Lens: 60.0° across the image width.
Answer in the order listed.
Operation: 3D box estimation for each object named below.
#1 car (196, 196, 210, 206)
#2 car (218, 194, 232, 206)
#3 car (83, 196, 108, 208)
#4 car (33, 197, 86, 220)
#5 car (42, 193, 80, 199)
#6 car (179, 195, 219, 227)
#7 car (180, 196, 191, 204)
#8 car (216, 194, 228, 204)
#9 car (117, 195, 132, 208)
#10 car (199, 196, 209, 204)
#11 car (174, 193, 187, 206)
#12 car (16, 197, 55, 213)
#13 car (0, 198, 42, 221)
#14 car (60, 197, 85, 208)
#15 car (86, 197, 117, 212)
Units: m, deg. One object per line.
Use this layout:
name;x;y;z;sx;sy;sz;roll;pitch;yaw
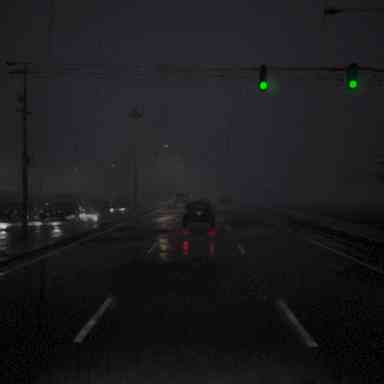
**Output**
car;1.853;1.431;53.946;2.128;1.511;4.902;0;0;2
car;5.348;1.294;53.749;2.097;1.767;4.553;0;0;2
car;-13.464;1.417;46.836;1.882;1.535;5.008;0;0;2
car;-10.851;1.468;27.669;1.837;1.490;4.892;0;0;3
car;-13.905;1.172;36.500;2.150;2.045;5.566;0;0;2
car;0.514;1.327;22.603;2.097;1.767;4.553;0;0;2
car;-1.224;1.488;64.119;1.994;1.385;4.181;0;0;2
car;5.770;1.283;63.817;2.097;1.767;4.553;0;0;2
car;-9.947;1.293;47.159;2.097;1.767;4.553;0;0;2
car;2.276;1.530;64.032;1.895;1.301;4.718;0;0;2
car;-1.659;1.159;53.733;2.150;2.045;5.566;0;0;2
car;-17.376;1.426;37.273;1.882;1.535;5.008;0;0;2
car;-14.390;1.467;26.798;1.837;1.490;4.892;0;0;3
car;-16.942;1.463;47.427;1.812;1.442;4.674;0;0;2
car;-10.380;1.444;37.031;2.128;1.511;4.902;0;0;2
